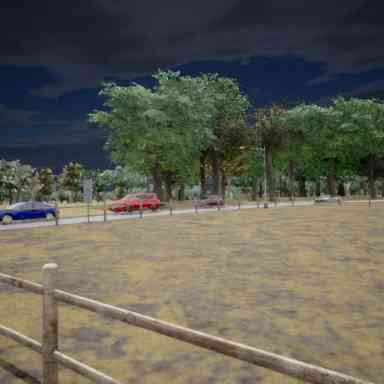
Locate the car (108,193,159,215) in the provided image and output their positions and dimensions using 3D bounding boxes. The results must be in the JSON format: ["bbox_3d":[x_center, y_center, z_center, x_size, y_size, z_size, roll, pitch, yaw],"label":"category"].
[{"bbox_3d":[-5.701,1.176,33.402,2.150,2.045,5.566,-2,-1,38],"label":"car"}]

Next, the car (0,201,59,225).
[{"bbox_3d":[-12.324,1.487,24.447,1.882,1.535,5.008,-2,-1,36],"label":"car"}]

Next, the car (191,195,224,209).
[{"bbox_3d":[1.946,1.223,42.063,2.097,1.767,4.553,-2,-1,44],"label":"car"}]

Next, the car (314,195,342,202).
[{"bbox_3d":[22.247,1.146,54.342,4.718,1.301,1.895,-1,-2,-30],"label":"car"}]
